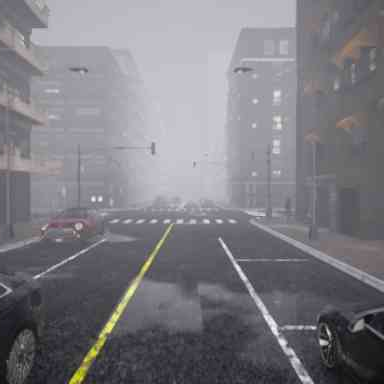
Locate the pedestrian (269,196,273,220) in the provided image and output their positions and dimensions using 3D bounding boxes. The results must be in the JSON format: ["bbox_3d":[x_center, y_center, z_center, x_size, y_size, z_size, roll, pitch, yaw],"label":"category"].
[{"bbox_3d":[5.975,1.185,25.370,0.375,1.860,0.375,-1,1,0],"label":"pedestrian"}]

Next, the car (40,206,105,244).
[{"bbox_3d":[-5.477,1.463,15.694,1.967,1.590,4.097,-1,0,0],"label":"car"}]

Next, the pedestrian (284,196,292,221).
[{"bbox_3d":[6.977,1.180,24.171,0.375,1.860,0.375,-1,1,0],"label":"pedestrian"}]

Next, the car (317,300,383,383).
[{"bbox_3d":[2.552,1.570,2.747,1.947,1.339,4.313,-1,0,0],"label":"car"}]

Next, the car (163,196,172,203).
[{"bbox_3d":[-5.426,1.680,74.283,1.802,1.307,4.206,-1,0,0],"label":"car"}]

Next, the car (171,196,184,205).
[{"bbox_3d":[-2.863,1.588,63.251,1.837,1.490,4.892,0,0,1],"label":"car"}]

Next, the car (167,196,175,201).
[{"bbox_3d":[-5.441,1.693,85.357,1.802,1.307,4.206,-1,0,0],"label":"car"}]

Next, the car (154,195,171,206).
[{"bbox_3d":[-5.407,1.393,57.672,2.192,1.841,5.009,-1,0,0],"label":"car"}]

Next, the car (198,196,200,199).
[{"bbox_3d":[2.477,1.628,57.623,2.008,1.369,4.403,-1,0,0],"label":"car"}]

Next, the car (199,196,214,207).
[{"bbox_3d":[2.485,1.652,52.084,1.802,1.307,4.206,-1,0,0],"label":"car"}]

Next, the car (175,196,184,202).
[{"bbox_3d":[-2.858,1.693,78.707,1.895,1.301,4.718,0,0,0],"label":"car"}]

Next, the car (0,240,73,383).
[{"bbox_3d":[-2.851,1.495,2.433,2.128,1.511,4.902,0,0,0],"label":"car"}]

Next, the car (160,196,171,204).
[{"bbox_3d":[-5.419,1.617,68.576,1.752,1.417,4.829,-1,0,0],"label":"car"}]
